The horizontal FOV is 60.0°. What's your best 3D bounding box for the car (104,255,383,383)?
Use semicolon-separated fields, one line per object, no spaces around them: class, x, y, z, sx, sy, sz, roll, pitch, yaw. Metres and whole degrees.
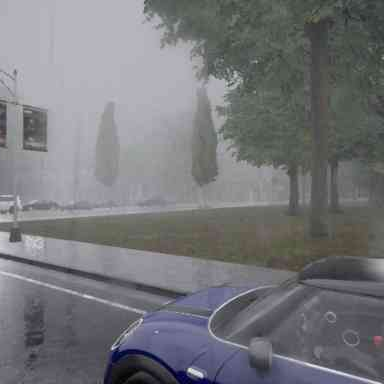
car;1.370;1.352;2.711;4.553;1.767;2.097;0;0;35

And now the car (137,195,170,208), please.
car;-6.760;1.546;56.066;2.150;2.045;5.566;0;-1;37

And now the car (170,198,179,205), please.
car;-4.502;1.837;64.881;2.128;1.511;4.902;0;-1;35

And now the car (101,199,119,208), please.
car;-13.436;1.845;52.254;1.994;1.385;4.181;0;0;34

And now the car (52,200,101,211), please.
car;-15.176;1.778;44.084;2.033;1.411;5.357;0;0;35

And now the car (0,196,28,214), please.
car;-21.133;1.399;35.564;2.150;2.045;5.566;0;0;34

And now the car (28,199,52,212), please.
car;-19.832;1.695;43.092;1.882;1.535;5.008;0;0;35
